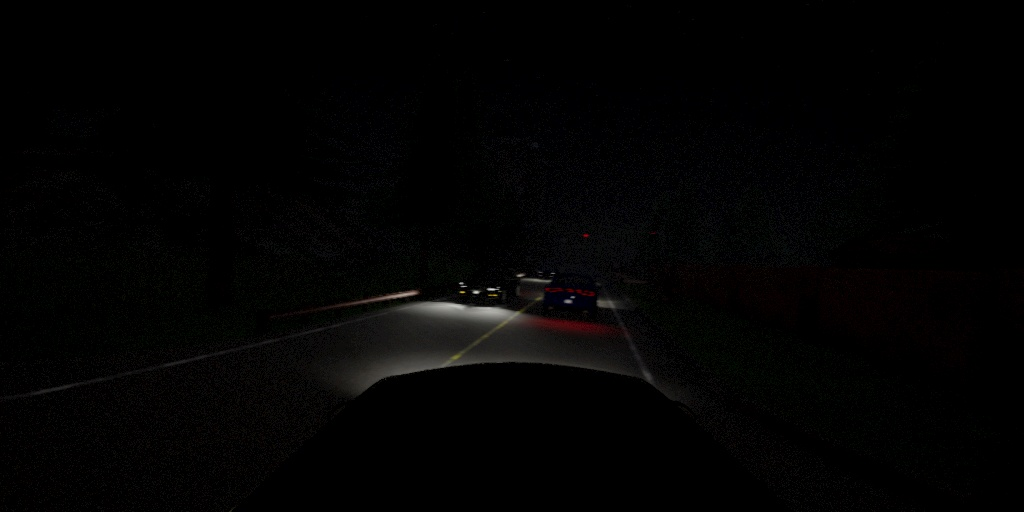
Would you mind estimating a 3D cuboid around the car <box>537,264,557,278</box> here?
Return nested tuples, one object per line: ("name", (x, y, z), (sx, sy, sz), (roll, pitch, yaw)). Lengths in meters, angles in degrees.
("car", (3.808, 1.563, 37.068), (1.882, 1.535, 5.008), (4, 0, 12))

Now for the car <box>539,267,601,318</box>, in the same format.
("car", (2.460, 1.415, 14.379), (1.882, 1.535, 5.008), (4, 0, 13))

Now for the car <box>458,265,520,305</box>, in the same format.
("car", (-0.845, 1.195, 16.169), (1.837, 1.490, 4.892), (4, 0, 12))

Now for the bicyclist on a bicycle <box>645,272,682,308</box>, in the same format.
("bicyclist on a bicycle", (7.140, 1.603, 16.841), (1.656, 1.620, 0.582), (4, 0, 12))
